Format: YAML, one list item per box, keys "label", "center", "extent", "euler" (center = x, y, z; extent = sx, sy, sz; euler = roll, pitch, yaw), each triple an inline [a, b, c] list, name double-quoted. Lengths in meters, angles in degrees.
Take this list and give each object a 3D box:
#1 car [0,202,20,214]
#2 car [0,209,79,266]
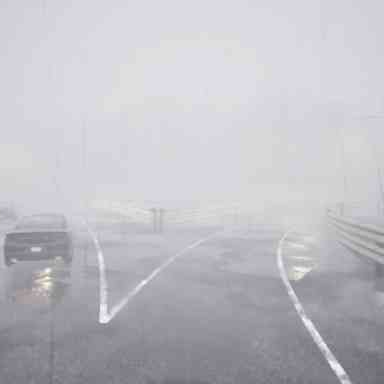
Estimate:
- label: "car"
  center: [-14.004, 1.499, 24.860]
  extent: [1.812, 1.442, 4.674]
  euler: [0, 0, -25]
- label: "car"
  center: [-5.124, 1.471, 11.740]
  extent: [1.882, 1.535, 5.008]
  euler: [0, 0, -17]
